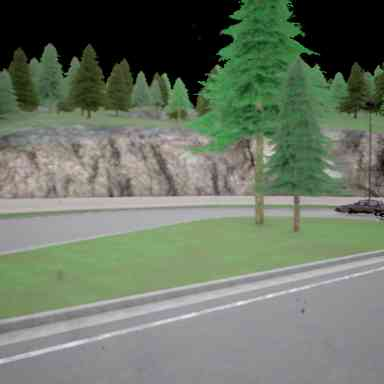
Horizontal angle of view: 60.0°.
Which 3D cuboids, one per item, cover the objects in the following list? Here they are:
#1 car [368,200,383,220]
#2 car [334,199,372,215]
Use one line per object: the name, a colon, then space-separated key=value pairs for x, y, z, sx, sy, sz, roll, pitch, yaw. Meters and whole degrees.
car: x=15.536 y=1.463 z=23.753 sx=1.895 sy=1.301 sz=4.718 roll=0 pitch=0 yaw=-22
car: x=15.617 y=1.364 z=29.501 sx=5.357 sy=1.411 sz=2.033 roll=1 pitch=0 yaw=41
